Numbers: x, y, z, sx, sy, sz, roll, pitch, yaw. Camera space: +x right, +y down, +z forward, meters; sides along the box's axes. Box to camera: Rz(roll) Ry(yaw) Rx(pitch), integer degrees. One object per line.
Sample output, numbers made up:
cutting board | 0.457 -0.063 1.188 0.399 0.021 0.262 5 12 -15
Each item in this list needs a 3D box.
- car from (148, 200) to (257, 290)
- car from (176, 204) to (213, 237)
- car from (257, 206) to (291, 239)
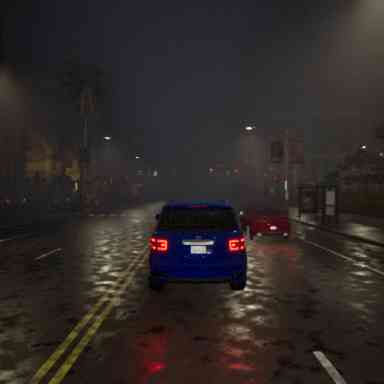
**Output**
car | 0.119 1.221 9.182 2.150 2.045 5.566 0 0 0
car | 0.141 1.505 19.044 1.837 1.490 4.892 0 0 0
car | 3.637 1.477 17.356 1.882 1.535 5.008 0 0 0
